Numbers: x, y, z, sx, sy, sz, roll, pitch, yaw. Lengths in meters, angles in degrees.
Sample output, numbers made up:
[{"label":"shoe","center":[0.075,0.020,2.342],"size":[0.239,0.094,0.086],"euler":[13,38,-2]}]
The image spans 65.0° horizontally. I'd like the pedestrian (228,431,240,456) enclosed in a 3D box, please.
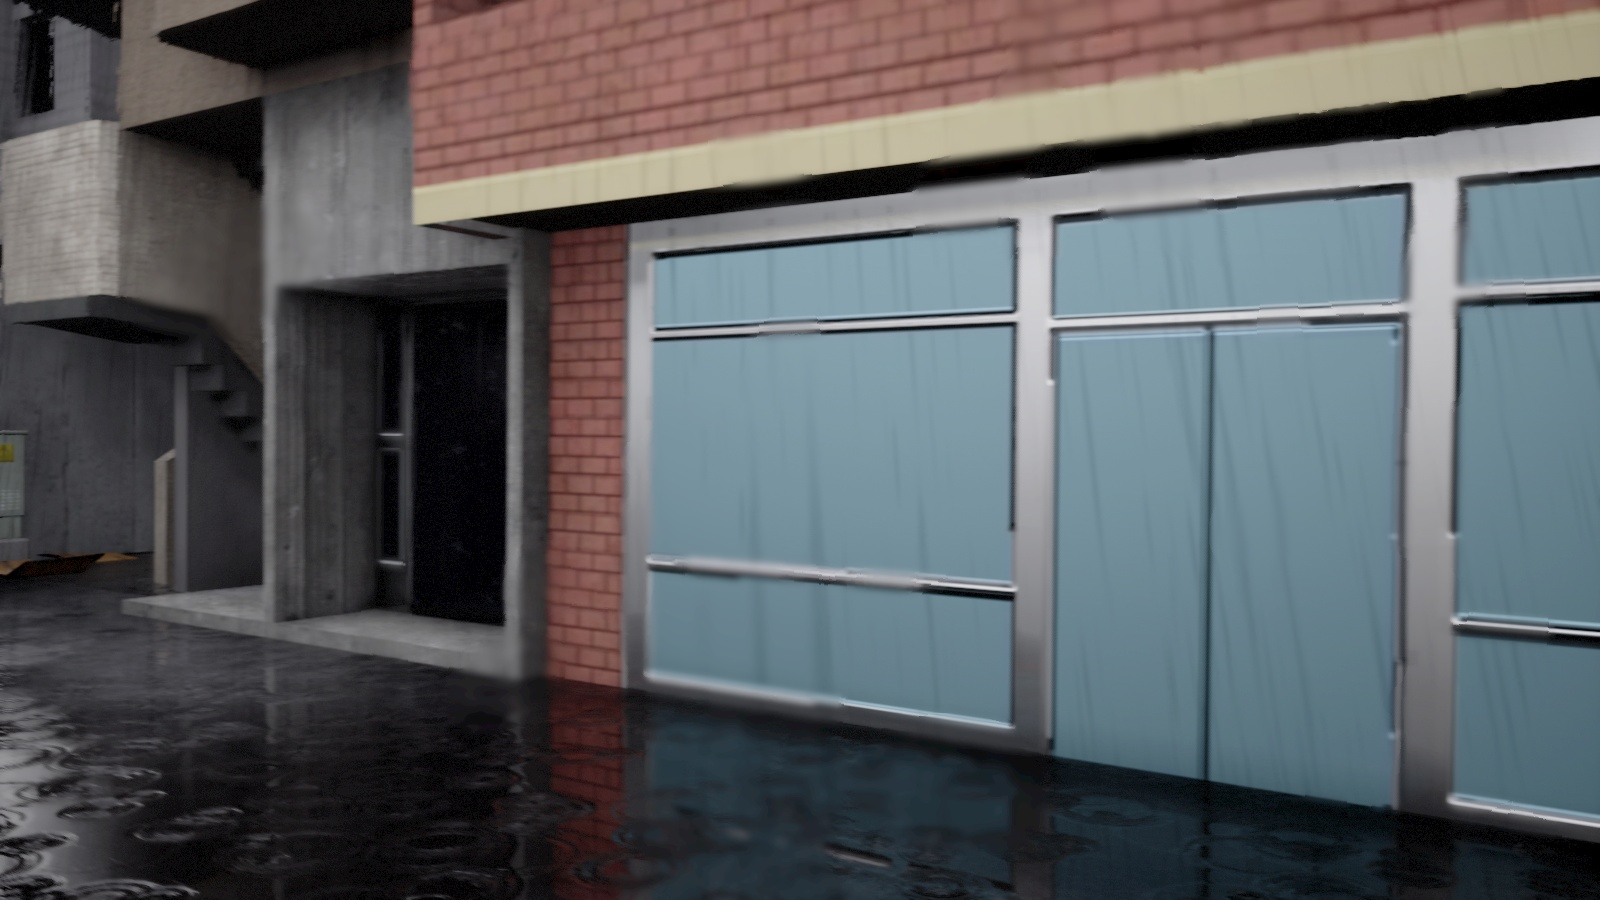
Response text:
[{"label":"pedestrian","center":[-40.652,-0.464,90.223],"size":[0.354,1.836,0.706],"euler":[0,1,32]}]
